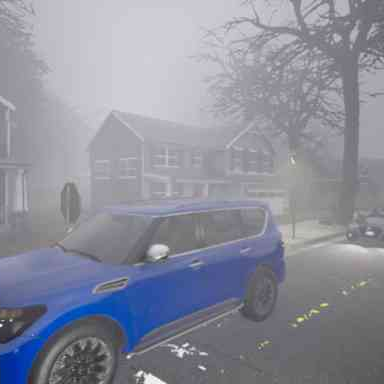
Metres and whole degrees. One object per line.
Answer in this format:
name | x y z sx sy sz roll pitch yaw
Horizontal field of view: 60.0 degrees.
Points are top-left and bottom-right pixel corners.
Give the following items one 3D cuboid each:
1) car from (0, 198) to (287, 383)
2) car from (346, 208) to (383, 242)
car | -0.605 1.156 5.259 2.150 2.045 5.566 1 1 45
car | 8.155 1.375 14.159 1.994 1.385 4.181 1 1 43
